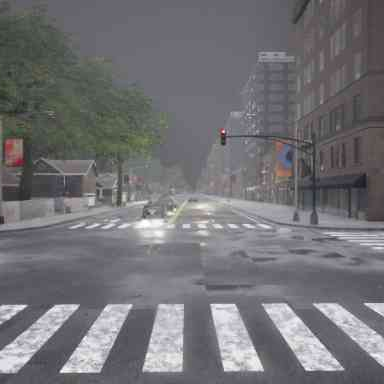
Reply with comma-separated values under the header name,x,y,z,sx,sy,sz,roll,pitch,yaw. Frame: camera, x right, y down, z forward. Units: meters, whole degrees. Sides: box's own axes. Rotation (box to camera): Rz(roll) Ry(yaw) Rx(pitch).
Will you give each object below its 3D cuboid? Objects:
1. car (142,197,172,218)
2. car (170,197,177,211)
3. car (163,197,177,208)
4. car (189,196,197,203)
name,x,y,z,sx,sy,sz,roll,pitch,yaw
car,-3.294,1.504,30.130,2.128,1.511,4.902,0,0,0
car,-3.275,1.372,39.865,2.097,1.767,4.553,0,0,0
car,-3.251,1.554,49.822,1.812,1.442,4.674,0,0,0
car,0.215,1.546,70.259,2.128,1.511,4.902,0,0,0
